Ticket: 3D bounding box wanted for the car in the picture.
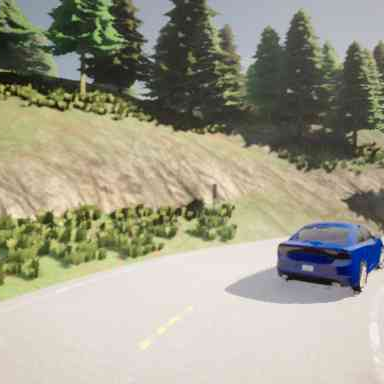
[{"bbox_3d":[4.089,1.575,9.411,1.882,1.535,5.008,0,-1,37],"label":"car"}]
